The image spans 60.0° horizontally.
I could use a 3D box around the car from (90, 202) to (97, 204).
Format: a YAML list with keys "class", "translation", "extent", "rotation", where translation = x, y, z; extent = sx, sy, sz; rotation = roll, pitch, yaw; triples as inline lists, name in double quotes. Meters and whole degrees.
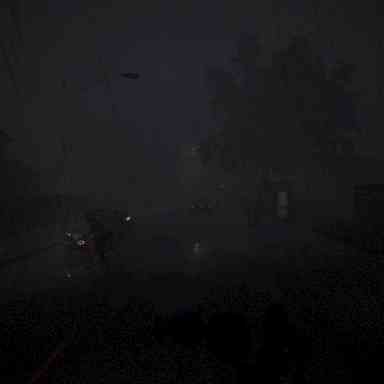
- class: "car"
  translation: [-11.934, 1.356, 33.987]
  extent: [5.357, 1.415, 2.033]
  rotation: [0, 0, 4]

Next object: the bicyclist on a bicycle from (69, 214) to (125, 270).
- class: "bicyclist on a bicycle"
  translation: [-2.766, 1.454, 9.611]
  extent: [1.656, 1.620, 0.582]
  rotation: [-2, 0, 2]

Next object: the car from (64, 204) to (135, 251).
- class: "car"
  translation: [-3.705, 1.488, 14.065]
  extent: [2.128, 1.511, 4.902]
  rotation: [0, 0, 3]

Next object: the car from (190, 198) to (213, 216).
- class: "car"
  translation: [0.959, 1.352, 32.774]
  extent: [2.097, 1.767, 4.553]
  rotation: [0, 0, 2]
